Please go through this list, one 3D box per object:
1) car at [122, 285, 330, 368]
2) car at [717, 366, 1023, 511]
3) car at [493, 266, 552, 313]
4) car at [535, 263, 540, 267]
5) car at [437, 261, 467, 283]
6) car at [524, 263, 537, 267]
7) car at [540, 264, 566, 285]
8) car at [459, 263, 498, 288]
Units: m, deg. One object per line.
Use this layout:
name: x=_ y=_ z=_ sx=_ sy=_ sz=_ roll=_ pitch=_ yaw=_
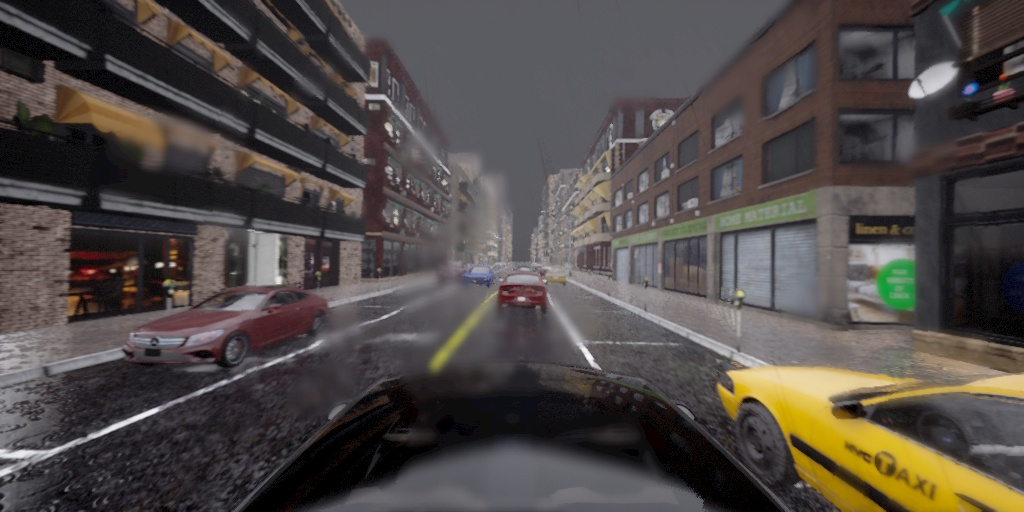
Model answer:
car: x=-5.594 y=1.307 z=7.730 sx=1.802 sy=1.307 sz=4.207 roll=0 pitch=0 yaw=2
car: x=3.063 y=1.257 z=1.673 sx=1.801 sy=1.575 sz=5.366 roll=1 pitch=-1 yaw=2
car: x=0.458 y=1.385 z=15.064 sx=1.882 sy=1.535 sz=5.008 roll=1 pitch=-1 yaw=2
car: x=3.909 y=1.802 z=41.242 sx=1.888 sy=1.381 sz=4.507 roll=0 pitch=0 yaw=2
car: x=-4.841 y=1.304 z=30.262 sx=2.192 sy=1.841 sz=5.009 roll=0 pitch=0 yaw=2
car: x=1.050 y=1.641 z=32.804 sx=1.812 sy=1.442 sz=4.674 roll=1 pitch=-1 yaw=2
car: x=3.539 y=1.651 z=30.146 sx=1.751 sy=1.417 sz=4.829 roll=0 pitch=0 yaw=2
car: x=-2.352 y=1.467 z=26.530 sx=1.882 sy=1.535 sz=5.008 roll=1 pitch=-1 yaw=2
